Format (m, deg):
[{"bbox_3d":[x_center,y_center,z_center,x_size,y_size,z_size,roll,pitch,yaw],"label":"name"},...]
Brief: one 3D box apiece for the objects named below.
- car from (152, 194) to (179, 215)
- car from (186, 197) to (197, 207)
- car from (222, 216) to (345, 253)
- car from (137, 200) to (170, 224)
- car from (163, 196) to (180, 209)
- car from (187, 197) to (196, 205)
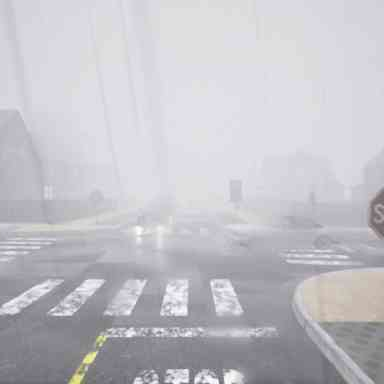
[{"bbox_3d":[-2.900,1.286,35.322,2.150,2.045,5.566,0,0,0],"label":"car"},{"bbox_3d":[-0.091,1.766,56.900,1.994,1.385,4.181,0,0,0],"label":"car"},{"bbox_3d":[3.654,1.645,13.607,4.718,1.301,1.895,1,0,-14],"label":"car"},{"bbox_3d":[-2.889,1.554,24.855,1.812,1.442,4.674,0,0,0],"label":"car"},{"bbox_3d":[-2.900,1.483,47.565,2.097,1.767,4.553,0,0,0],"label":"car"},{"bbox_3d":[-0.108,1.792,66.909,1.837,1.490,4.892,0,-1,0],"label":"car"}]
